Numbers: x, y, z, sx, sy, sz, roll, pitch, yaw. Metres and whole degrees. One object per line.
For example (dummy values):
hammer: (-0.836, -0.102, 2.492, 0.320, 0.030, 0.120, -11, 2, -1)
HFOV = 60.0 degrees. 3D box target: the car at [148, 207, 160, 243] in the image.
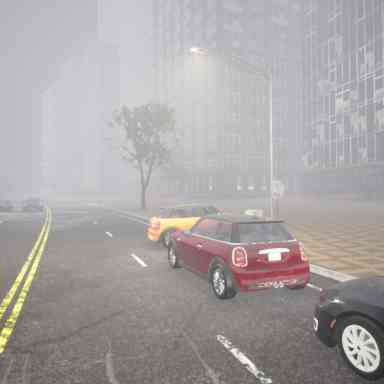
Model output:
car: (0.423, 1.276, 14.378, 4.553, 1.767, 2.097, -3, 1, -18)

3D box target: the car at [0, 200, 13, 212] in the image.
car: (-21.705, 1.602, 38.048, 1.994, 1.385, 4.181, 0, 0, -24)

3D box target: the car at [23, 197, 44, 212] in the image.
car: (-18.746, 1.393, 39.392, 2.097, 1.767, 4.553, 0, 0, -24)

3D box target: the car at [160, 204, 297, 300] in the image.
car: (0.905, 1.355, 8.810, 2.097, 1.767, 4.553, 0, 0, -22)

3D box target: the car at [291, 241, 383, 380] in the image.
car: (3.629, 1.505, 3.334, 1.837, 1.490, 4.892, 0, 0, -35)
